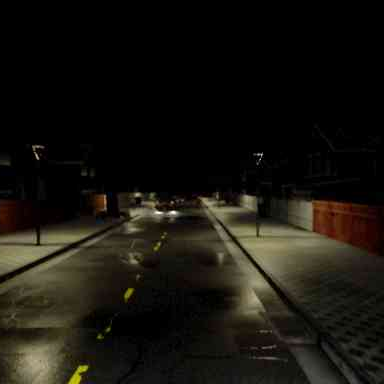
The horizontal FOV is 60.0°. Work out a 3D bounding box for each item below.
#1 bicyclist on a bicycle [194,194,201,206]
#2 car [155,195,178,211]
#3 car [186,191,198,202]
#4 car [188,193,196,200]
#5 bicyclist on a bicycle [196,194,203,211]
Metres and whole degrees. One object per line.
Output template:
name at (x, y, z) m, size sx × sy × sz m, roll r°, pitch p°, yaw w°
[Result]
bicyclist on a bicycle at (0.770, 1.133, 45.652) m, size 0.866 × 1.612 × 1.509 m, roll 0°, pitch 0°, yaw 0°
car at (-2.854, 1.111, 36.597) m, size 2.097 × 1.767 × 4.553 m, roll 0°, pitch 0°, yaw 0°
car at (-0.012, 0.798, 63.366) m, size 2.150 × 2.045 × 5.566 m, roll 0°, pitch 0°, yaw 0°
car at (-0.019, 0.984, 76.999) m, size 1.837 × 1.490 × 4.892 m, roll 0°, pitch 0°, yaw 0°
bicyclist on a bicycle at (0.766, 1.202, 35.747) m, size 0.866 × 1.612 × 1.509 m, roll 0°, pitch 0°, yaw 0°
